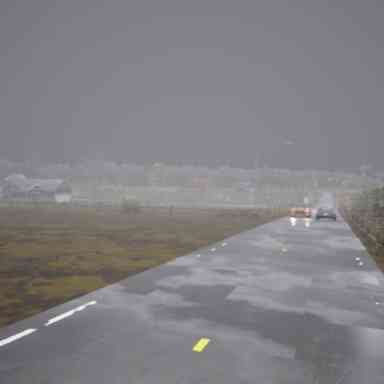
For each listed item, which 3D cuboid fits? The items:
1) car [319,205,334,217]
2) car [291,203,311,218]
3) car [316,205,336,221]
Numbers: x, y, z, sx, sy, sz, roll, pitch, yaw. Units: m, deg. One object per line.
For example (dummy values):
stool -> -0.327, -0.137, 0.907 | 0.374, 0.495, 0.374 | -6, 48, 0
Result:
car -> 18.072, 2.518, 44.737 | 1.812, 1.442, 4.674 | 0, -1, 22
car -> 13.313, 2.165, 40.425 | 2.097, 1.767, 4.553 | 0, -1, 22
car -> 14.346, 2.291, 35.584 | 1.994, 1.385, 4.181 | 0, -1, 23
